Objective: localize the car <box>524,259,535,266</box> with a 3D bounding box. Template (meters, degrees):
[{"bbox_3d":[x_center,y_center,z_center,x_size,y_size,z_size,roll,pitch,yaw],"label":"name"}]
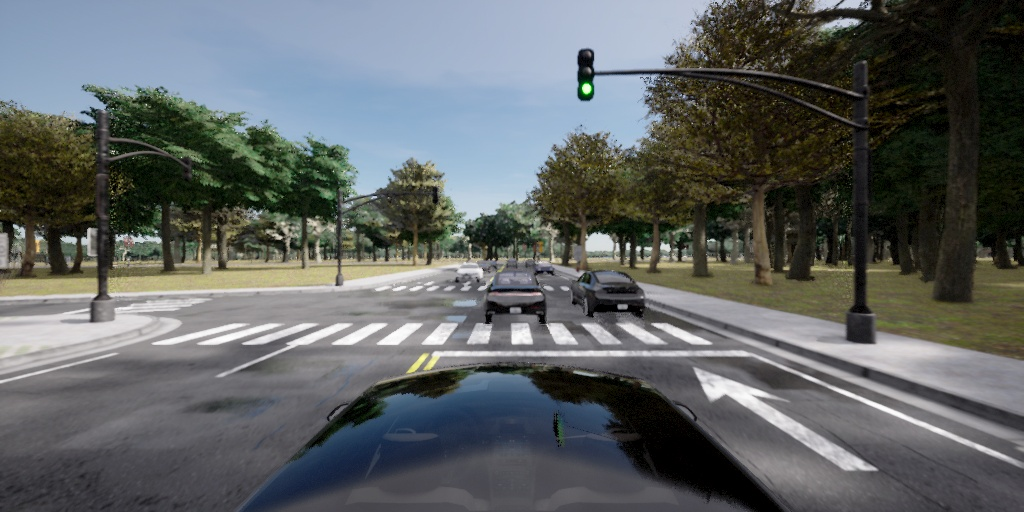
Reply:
[{"bbox_3d":[3.259,1.266,62.518,2.128,1.511,4.902,0,0,0],"label":"car"}]

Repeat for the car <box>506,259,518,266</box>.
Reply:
[{"bbox_3d":[-0.016,1.268,59.518,2.128,1.511,4.902,0,0,0],"label":"car"}]

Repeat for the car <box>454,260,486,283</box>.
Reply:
[{"bbox_3d":[-3.354,1.301,28.761,1.812,1.442,4.674,0,0,0],"label":"car"}]

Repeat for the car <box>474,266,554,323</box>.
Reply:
[{"bbox_3d":[0.099,1.257,12.154,2.128,1.511,4.902,0,0,0],"label":"car"}]

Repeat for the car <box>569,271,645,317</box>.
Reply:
[{"bbox_3d":[3.347,1.272,13.277,1.837,1.490,4.892,0,0,0],"label":"car"}]

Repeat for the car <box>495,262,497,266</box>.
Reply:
[{"bbox_3d":[-3.309,1.325,57.270,2.033,1.411,5.357,0,0,1],"label":"car"}]

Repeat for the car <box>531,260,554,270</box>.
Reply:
[{"bbox_3d":[3.342,1.378,38.400,1.895,1.301,4.718,0,0,0],"label":"car"}]

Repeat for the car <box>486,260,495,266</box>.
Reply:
[{"bbox_3d":[-3.347,1.283,41.941,1.837,1.490,4.892,0,0,0],"label":"car"}]
